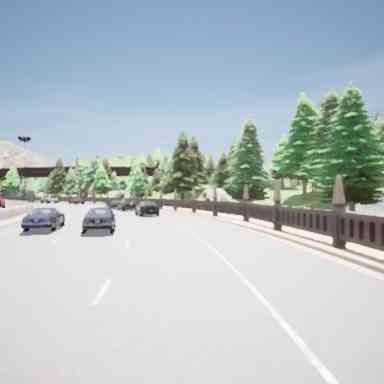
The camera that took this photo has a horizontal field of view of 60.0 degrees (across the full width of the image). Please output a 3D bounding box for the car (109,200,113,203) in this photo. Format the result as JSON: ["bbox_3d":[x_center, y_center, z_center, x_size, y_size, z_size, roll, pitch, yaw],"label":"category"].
[{"bbox_3d":[-11.524,1.831,50.367,1.812,1.442,4.674,0,0,-28],"label":"car"}]

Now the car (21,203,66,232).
[{"bbox_3d":[-9.438,1.699,21.447,2.033,1.411,5.357,0,0,-13],"label":"car"}]

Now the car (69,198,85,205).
[{"bbox_3d":[-23.275,1.810,67.033,1.994,1.385,4.181,0,0,-41],"label":"car"}]

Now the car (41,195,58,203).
[{"bbox_3d":[-33.523,1.658,78.198,5.566,2.045,2.150,-1,0,44],"label":"car"}]

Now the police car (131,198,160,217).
[{"bbox_3d":[-4.692,1.619,34.339,1.930,1.638,5.238,0,0,-19],"label":"police car"}]

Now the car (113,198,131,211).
[{"bbox_3d":[-8.639,1.613,44.420,2.097,1.767,4.553,0,0,-24],"label":"car"}]

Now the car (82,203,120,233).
[{"bbox_3d":[-5.711,1.678,20.681,2.033,1.411,5.357,0,0,-12],"label":"car"}]
